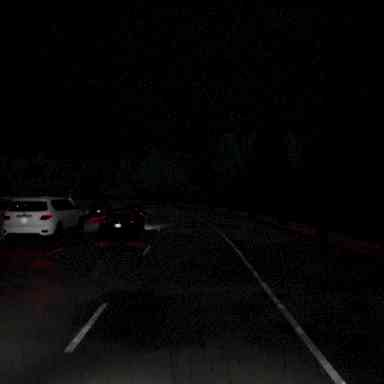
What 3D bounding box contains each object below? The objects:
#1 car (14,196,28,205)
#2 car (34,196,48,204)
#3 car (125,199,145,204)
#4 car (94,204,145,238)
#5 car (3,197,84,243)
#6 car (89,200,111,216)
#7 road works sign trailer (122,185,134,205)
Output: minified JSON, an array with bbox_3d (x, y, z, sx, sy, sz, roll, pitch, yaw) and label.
[{"bbox_3d":[-31.877,1.552,61.959,1.882,1.535,5.008,0,0,-32],"label":"car"},{"bbox_3d":[-29.223,1.524,64.289,1.882,1.535,5.008,0,0,-32],"label":"car"},{"bbox_3d":[-6.022,1.528,35.233,1.882,1.535,5.008,0,0,-12],"label":"car"},{"bbox_3d":[-3.691,1.590,18.043,1.994,1.385,4.181,0,0,-3],"label":"car"},{"bbox_3d":[-7.075,1.245,16.474,2.150,2.045,5.566,0,0,-3],"label":"car"},{"bbox_3d":[-9.290,1.553,33.759,1.837,1.490,4.892,0,0,-12],"label":"car"},{"bbox_3d":[-12.111,0.554,62.880,2.380,3.560,2.880,0,0,-30],"label":"road works sign trailer"}]
